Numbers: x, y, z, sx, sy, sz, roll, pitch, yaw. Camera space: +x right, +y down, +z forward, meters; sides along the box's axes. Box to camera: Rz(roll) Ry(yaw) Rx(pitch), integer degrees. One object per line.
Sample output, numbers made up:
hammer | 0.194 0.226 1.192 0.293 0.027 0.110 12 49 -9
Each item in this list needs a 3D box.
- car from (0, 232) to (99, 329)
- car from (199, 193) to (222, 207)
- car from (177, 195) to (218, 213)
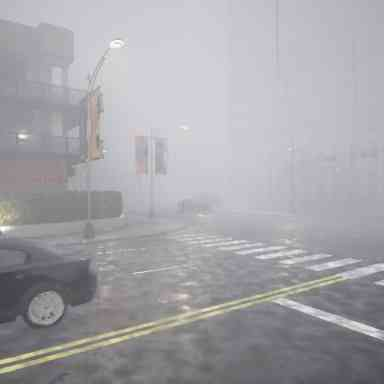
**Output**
car | -4.092 1.477 5.386 5.008 1.535 1.882 0 0 -35
car | 2.035 1.221 48.838 2.150 2.045 5.566 0 0 -33
car | 0.267 1.478 37.130 1.882 1.535 5.008 0 0 -35
